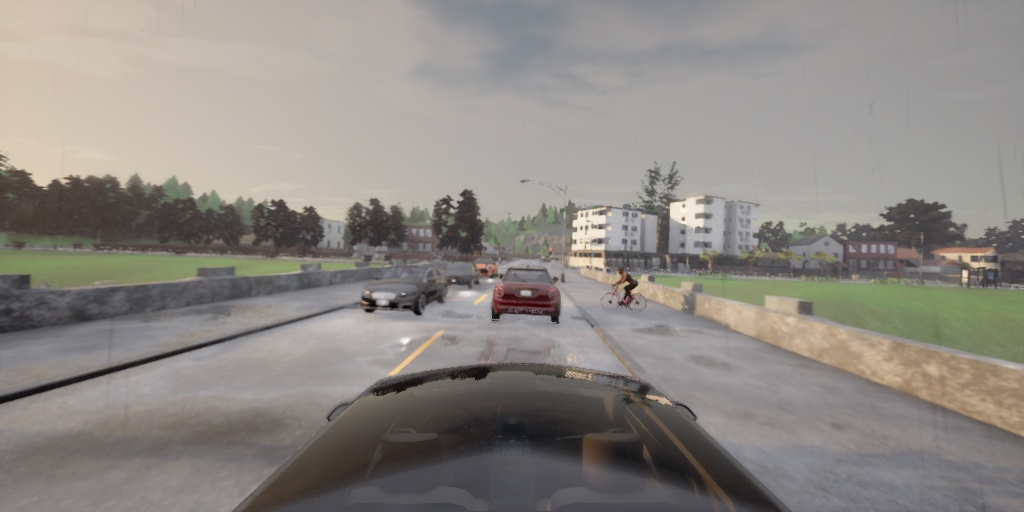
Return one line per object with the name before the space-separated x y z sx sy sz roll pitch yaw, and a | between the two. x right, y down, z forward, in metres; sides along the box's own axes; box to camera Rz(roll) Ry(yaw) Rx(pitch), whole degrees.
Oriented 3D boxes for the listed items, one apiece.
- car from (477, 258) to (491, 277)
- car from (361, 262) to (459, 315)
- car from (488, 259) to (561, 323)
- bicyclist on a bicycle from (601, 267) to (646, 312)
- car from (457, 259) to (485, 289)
car | -2.503 0.964 31.925 2.097 1.767 4.553 2 0 3
car | -3.607 1.087 12.845 2.128 1.511 4.902 2 0 3
car | 0.552 1.107 12.574 2.097 1.767 4.553 2 0 4
bicyclist on a bicycle | 4.093 1.239 13.091 1.656 1.620 0.582 2 0 3
car | -3.078 1.108 22.128 1.837 1.490 4.892 2 0 3
